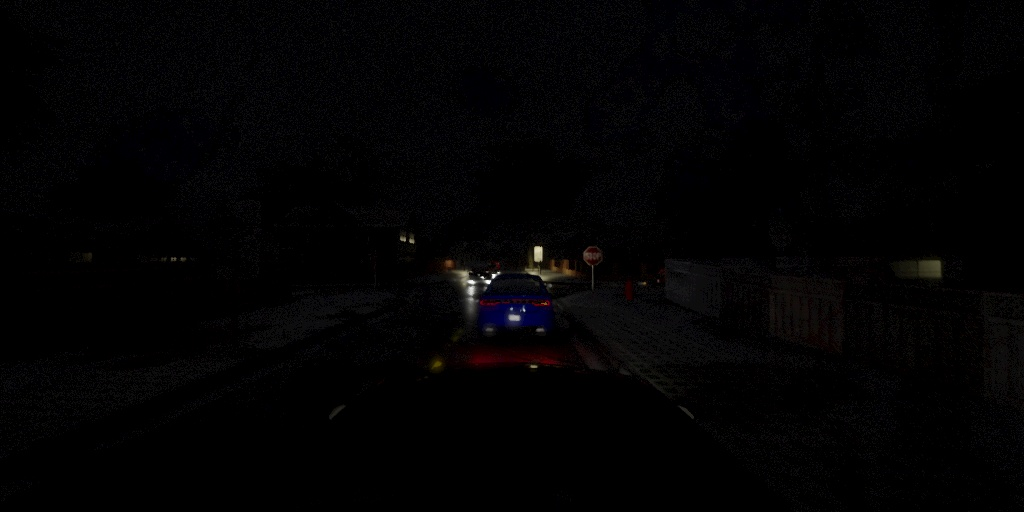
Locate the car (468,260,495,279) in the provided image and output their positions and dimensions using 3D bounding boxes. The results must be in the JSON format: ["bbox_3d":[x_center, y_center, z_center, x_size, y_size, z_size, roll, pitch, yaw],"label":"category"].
[{"bbox_3d":[-2.827,1.368,33.019,1.812,1.442,4.674,0,0,0],"label":"car"}]

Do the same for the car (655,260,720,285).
[{"bbox_3d":[11.783,1.024,23.382,4.553,1.767,2.097,-1,-2,1],"label":"car"}]

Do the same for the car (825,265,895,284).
[{"bbox_3d":[21.686,0.901,23.244,4.553,1.767,2.097,-1,-2,1],"label":"car"}]

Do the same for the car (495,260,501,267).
[{"bbox_3d":[-2.811,1.482,44.412,1.994,1.385,4.181,0,0,1],"label":"car"}]

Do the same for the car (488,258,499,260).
[{"bbox_3d":[-2.911,1.260,56.532,2.150,2.045,5.566,0,-1,-1],"label":"car"}]

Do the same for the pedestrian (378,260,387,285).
[{"bbox_3d":[-9.651,1.196,26.591,0.375,1.860,0.375,0,-1,1],"label":"pedestrian"}]

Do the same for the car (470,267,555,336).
[{"bbox_3d":[0.175,1.240,10.472,1.882,1.535,5.008,0,0,3],"label":"car"}]
